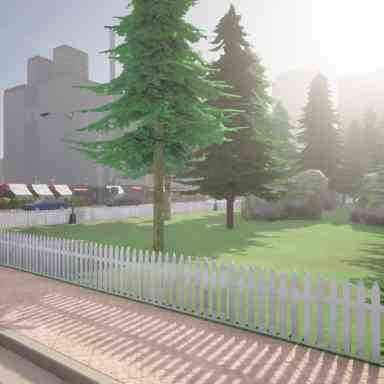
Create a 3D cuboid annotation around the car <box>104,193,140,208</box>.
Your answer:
[{"bbox_3d":[-9.856,1.223,47.501,2.150,2.045,5.566,0,0,34],"label":"car"}]

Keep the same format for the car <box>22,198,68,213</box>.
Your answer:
[{"bbox_3d":[-16.542,1.478,37.612,1.882,1.535,5.008,0,0,34],"label":"car"}]
